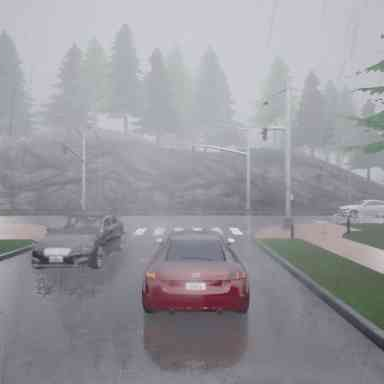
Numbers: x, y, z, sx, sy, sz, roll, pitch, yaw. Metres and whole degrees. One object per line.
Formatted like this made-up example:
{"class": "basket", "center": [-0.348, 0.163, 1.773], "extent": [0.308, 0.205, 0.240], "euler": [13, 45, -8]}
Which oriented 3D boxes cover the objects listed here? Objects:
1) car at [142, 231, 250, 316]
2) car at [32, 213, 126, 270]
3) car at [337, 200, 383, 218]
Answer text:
{"class": "car", "center": [0.078, 1.564, 7.625], "extent": [1.994, 1.385, 4.181], "euler": [0, 0, 0]}
{"class": "car", "center": [-3.515, 1.492, 11.150], "extent": [2.128, 1.511, 4.902], "euler": [0, 0, 1]}
{"class": "car", "center": [14.352, 1.363, 27.158], "extent": [4.674, 1.442, 1.812], "euler": [0, 0, 0]}
